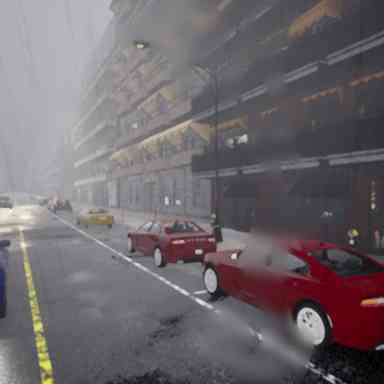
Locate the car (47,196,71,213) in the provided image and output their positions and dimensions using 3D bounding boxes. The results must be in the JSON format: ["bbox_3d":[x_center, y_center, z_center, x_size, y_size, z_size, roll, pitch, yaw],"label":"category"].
[{"bbox_3d":[-14.264,1.411,36.248,1.967,1.590,4.097,1,0,-28],"label":"car"}]

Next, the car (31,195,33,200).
[{"bbox_3d":[-30.347,1.482,66.231,2.008,1.369,4.403,1,0,-28],"label":"car"}]

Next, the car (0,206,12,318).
[{"bbox_3d":[-4.895,1.350,6.715,2.097,1.767,4.553,0,0,-28],"label":"car"}]

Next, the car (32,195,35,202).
[{"bbox_3d":[-27.667,1.490,61.234,2.008,1.369,4.403,1,0,-28],"label":"car"}]

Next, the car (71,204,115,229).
[{"bbox_3d":[-6.304,1.510,21.405,1.752,1.417,4.829,1,0,-28],"label":"car"}]

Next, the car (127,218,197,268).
[{"bbox_3d":[-0.863,1.536,11.260,1.887,1.381,4.507,1,0,-28],"label":"car"}]

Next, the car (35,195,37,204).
[{"bbox_3d":[-24.986,1.491,56.237,1.887,1.381,4.507,1,0,-28],"label":"car"}]

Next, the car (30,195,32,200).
[{"bbox_3d":[-33.027,1.468,71.228,1.887,1.381,4.507,1,0,-28],"label":"car"}]

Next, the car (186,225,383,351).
[{"bbox_3d":[1.818,1.538,6.263,1.887,1.381,4.507,1,0,-28],"label":"car"}]

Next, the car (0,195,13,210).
[{"bbox_3d":[-23.714,1.319,41.800,2.097,1.767,4.553,0,0,-28],"label":"car"}]

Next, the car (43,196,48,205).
[{"bbox_3d":[-16.945,1.547,41.247,1.802,1.307,4.206,1,0,-28],"label":"car"}]

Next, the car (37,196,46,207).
[{"bbox_3d":[-22.304,1.393,51.239,1.967,1.590,4.097,1,0,-28],"label":"car"}]
